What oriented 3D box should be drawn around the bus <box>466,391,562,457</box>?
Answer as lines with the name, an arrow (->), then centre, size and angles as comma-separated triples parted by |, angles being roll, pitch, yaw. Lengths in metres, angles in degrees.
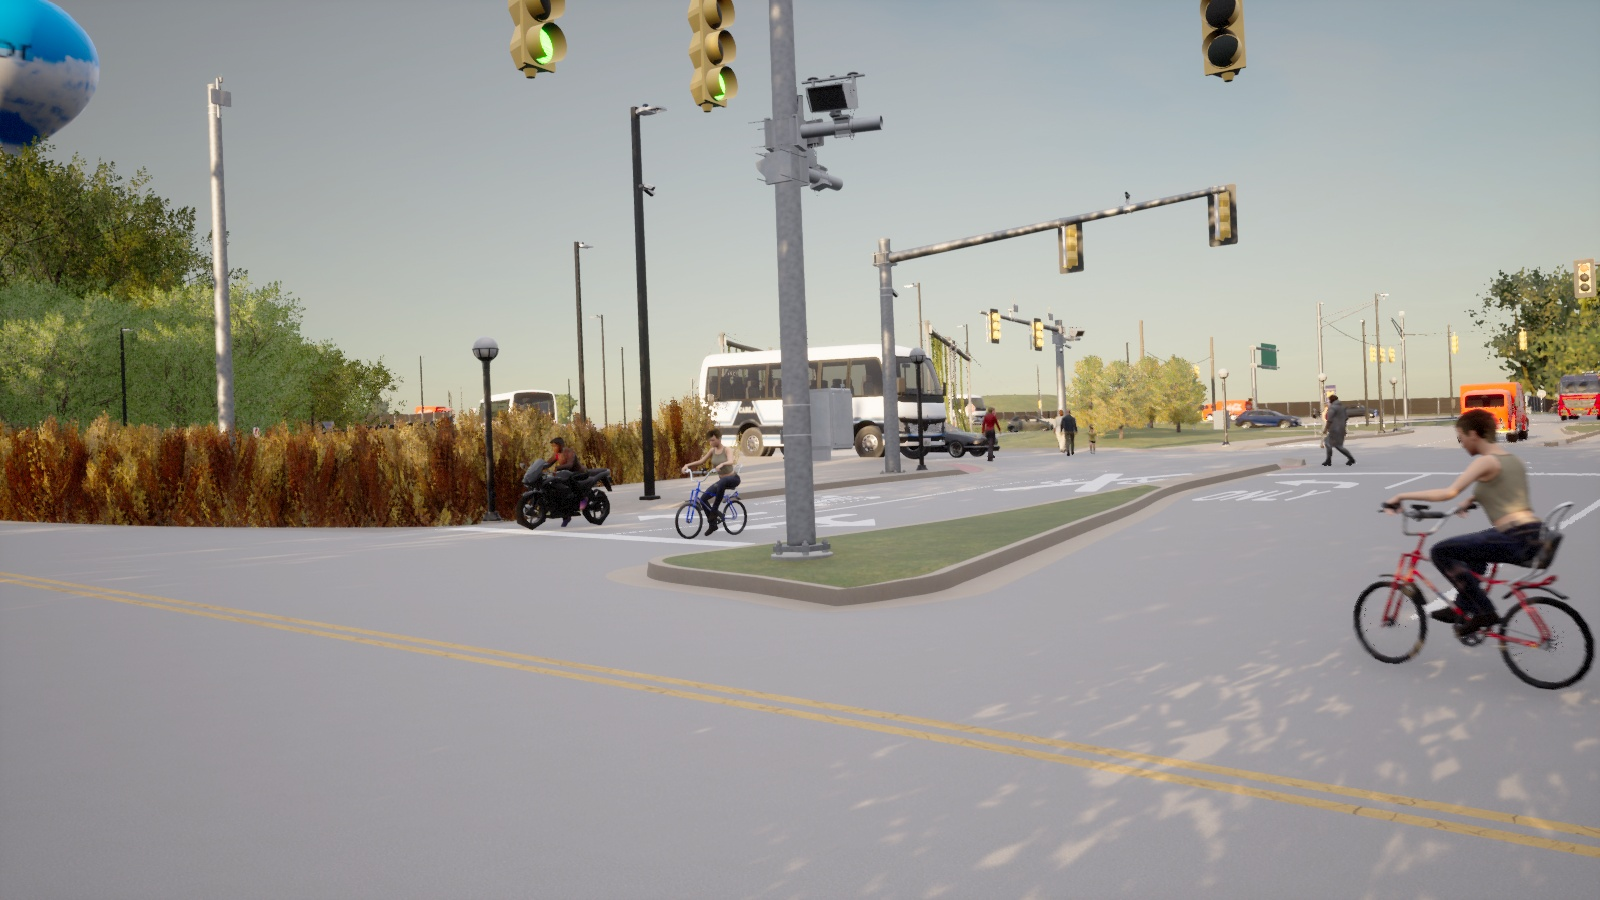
bus -> -19.861, -1.714, 86.618 | 3.944, 4.253, 10.273 | -1, 0, -28

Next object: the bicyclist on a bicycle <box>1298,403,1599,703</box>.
bicyclist on a bicycle -> 3.946, 0.546, 7.600 | 0.866, 1.612, 1.509 | -1, 1, -32

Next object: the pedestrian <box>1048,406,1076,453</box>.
pedestrian -> 10.634, -0.827, 51.005 | 0.874, 1.855, 0.900 | -3, 0, 24

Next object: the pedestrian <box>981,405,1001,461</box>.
pedestrian -> 6.296, -0.566, 41.439 | 0.331, 1.846, 0.636 | -3, 0, 34

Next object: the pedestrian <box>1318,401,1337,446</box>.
pedestrian -> 21.681, -1.091, 51.628 | 0.345, 1.836, 0.594 | -2, 0, -26

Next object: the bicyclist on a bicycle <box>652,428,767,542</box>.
bicyclist on a bicycle -> -1.327, 0.498, 18.665 | 0.866, 1.612, 1.509 | -1, 0, 41

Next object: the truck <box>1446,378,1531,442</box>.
truck -> 29.172, -1.707, 53.102 | 2.627, 2.467, 5.204 | -2, 2, 34

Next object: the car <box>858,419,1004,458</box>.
car -> 5.072, -0.436, 49.106 | 5.357, 1.411, 2.033 | 0, 1, 37

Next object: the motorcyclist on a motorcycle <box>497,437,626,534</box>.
motorcyclist on a motorcycle -> -3.957, 0.559, 20.984 | 0.797, 1.523, 2.044 | -1, 0, 39

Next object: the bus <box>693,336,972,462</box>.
bus -> 1.030, -1.754, 47.454 | 10.273, 4.253, 3.944 | 0, 1, 41

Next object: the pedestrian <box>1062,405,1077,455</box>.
pedestrian -> 10.204, -0.750, 47.536 | 0.402, 1.842, 0.726 | -2, 0, 21

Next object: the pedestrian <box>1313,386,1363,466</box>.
pedestrian -> 13.479, -0.595, 31.467 | 0.873, 1.952, 0.659 | -3, 0, 45
